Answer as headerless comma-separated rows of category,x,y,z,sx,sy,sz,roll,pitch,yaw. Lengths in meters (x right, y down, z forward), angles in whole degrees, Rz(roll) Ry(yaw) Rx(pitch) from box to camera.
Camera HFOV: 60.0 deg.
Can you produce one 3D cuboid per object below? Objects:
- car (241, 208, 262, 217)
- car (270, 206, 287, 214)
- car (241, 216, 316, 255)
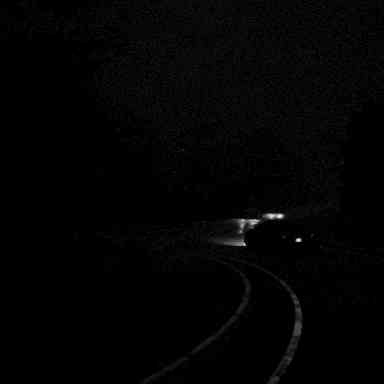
car,8.026,2.813,44.276,1.812,1.442,4.674,-1,-2,27
car,15.147,3.117,58.250,1.895,1.301,4.718,-1,-1,28
car,4.024,2.054,15.789,1.994,1.385,4.181,-2,-2,-12
